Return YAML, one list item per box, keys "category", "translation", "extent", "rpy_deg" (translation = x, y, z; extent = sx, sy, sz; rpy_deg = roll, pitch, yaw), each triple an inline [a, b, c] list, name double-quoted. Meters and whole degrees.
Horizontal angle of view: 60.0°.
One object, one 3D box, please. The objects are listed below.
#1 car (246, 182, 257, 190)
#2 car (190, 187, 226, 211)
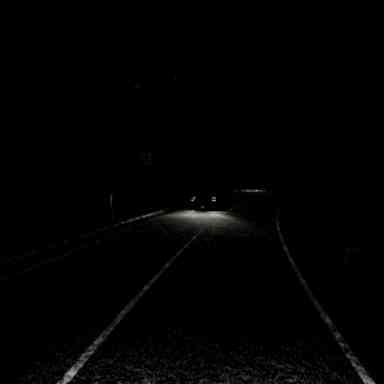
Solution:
- category: "car"
  translation: [11.807, -1.163, 65.992]
  extent: [1.812, 1.442, 4.674]
  rpy_deg: [1, 3, 9]
- category: "car"
  translation: [1.359, 0.444, 26.336]
  extent: [2.097, 1.767, 4.553]
  rpy_deg: [0, 2, 16]
